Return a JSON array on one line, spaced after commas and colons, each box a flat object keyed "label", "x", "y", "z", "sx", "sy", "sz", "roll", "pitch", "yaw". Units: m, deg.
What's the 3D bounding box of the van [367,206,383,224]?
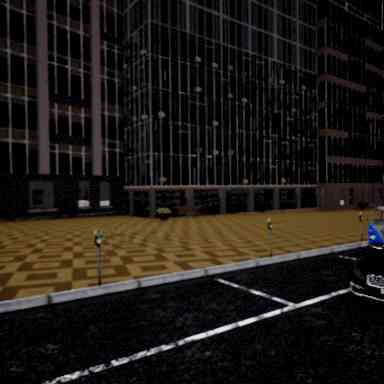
[{"label": "van", "x": 8.166, "y": 1.361, "z": 12.405, "sx": 3.998, "sy": 1.788, "sz": 1.690, "roll": 0, "pitch": -1, "yaw": -35}]

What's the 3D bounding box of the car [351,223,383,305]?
[{"label": "car", "x": 5.387, "y": 1.517, "z": 7.211, "sx": 4.892, "sy": 1.490, "sz": 1.837, "roll": 0, "pitch": 0, "yaw": -35}]
